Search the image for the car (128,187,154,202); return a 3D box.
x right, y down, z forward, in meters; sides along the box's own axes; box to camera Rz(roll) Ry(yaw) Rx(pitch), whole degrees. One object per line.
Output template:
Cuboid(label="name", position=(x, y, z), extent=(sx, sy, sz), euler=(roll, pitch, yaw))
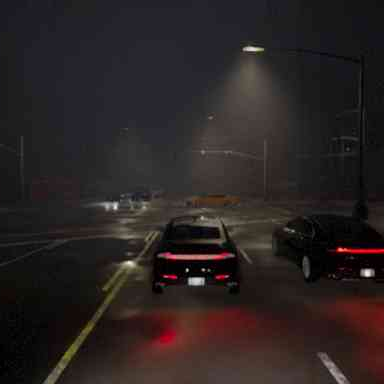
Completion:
Cuboid(label="car", position=(-7.191, 0.288, 47.440), extent=(2.150, 2.045, 5.566), euler=(0, 1, 1))

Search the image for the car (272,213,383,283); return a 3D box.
Cuboid(label="car", position=(3.578, 1.349, 9.206), extent=(1.837, 1.490, 4.892), euler=(0, 1, 0))

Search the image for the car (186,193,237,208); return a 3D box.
Cuboid(label="car", position=(1.898, 0.827, 32.147), extent=(5.008, 1.535, 1.882), euler=(0, 1, -16))

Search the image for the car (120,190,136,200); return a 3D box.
Cuboid(label="car", position=(-10.721, 0.481, 56.172), extent=(1.812, 1.442, 4.674), euler=(0, 1, 0))

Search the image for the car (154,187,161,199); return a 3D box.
Cuboid(label="car", position=(-7.216, 0.158, 57.514), extent=(2.150, 2.045, 5.566), euler=(0, 1, 0))

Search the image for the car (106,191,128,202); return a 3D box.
Cuboid(label="car", position=(-10.702, 0.564, 46.777), extent=(2.128, 1.511, 4.902), euler=(0, 1, 0))

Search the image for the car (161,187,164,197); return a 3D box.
Cuboid(label="car", position=(-7.209, 0.012, 72.301), extent=(2.150, 2.045, 5.566), euler=(0, 1, 0))

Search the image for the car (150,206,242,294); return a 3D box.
Cuboid(label="car", position=(0.074, 1.349, 8.410), extent=(2.128, 1.511, 4.902), euler=(0, 1, 0))
